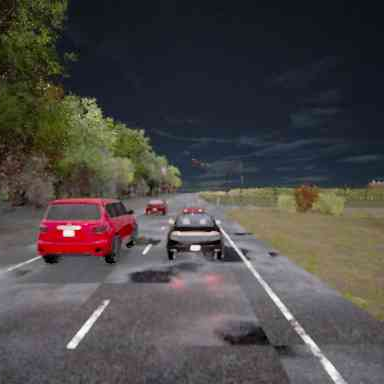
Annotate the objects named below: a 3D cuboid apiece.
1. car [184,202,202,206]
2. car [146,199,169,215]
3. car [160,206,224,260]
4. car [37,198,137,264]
[{"bbox_3d":[0.095,1.564,29.647,1.895,1.301,4.718,0,0,0],"label":"car"},{"bbox_3d":[-3.403,1.436,33.025,1.882,1.535,5.008,0,0,0],"label":"car"},{"bbox_3d":[0.099,1.475,12.396,2.128,1.511,4.902,0,0,0],"label":"car"},{"bbox_3d":[-3.402,1.210,11.863,2.150,2.045,5.566,0,0,0],"label":"car"}]
